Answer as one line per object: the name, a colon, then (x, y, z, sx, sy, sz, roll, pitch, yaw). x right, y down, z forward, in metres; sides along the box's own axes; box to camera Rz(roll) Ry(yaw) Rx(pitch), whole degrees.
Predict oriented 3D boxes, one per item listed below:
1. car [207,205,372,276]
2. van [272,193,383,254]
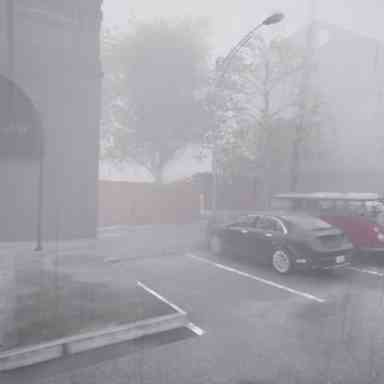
car: (2.299, 1.314, 9.993, 2.231, 1.521, 4.892, -1, 1, -31)
van: (4.766, 1.014, 11.322, 1.878, 1.987, 4.442, -2, 1, -31)
